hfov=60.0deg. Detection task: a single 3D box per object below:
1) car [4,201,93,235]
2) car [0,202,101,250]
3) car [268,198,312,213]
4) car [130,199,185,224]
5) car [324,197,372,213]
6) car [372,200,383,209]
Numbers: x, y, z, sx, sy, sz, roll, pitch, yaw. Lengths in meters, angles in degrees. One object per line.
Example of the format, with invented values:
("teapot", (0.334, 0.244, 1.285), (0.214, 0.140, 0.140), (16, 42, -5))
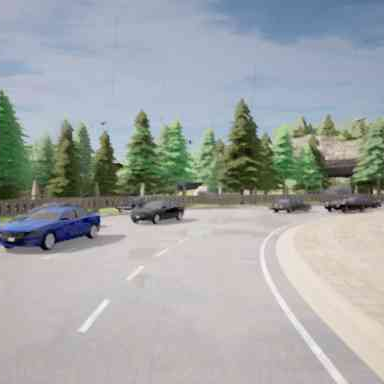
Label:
("car", (-7.948, 1.376, 18.997), (1.837, 1.490, 4.892), (0, 0, 19))
("car", (-5.745, 1.382, 14.102), (1.882, 1.535, 5.008), (0, 0, 14))
("car", (9.827, 1.322, 33.121), (5.357, 1.411, 2.033), (0, 1, -40))
("car", (-2.336, 1.317, 23.594), (1.882, 1.535, 5.008), (0, 0, 27))
("car", (15.448, 1.374, 33.262), (4.718, 1.301, 1.895), (0, 0, -32))
("car", (19.870, 1.278, 39.355), (5.357, 1.411, 2.033), (0, 0, -20))
